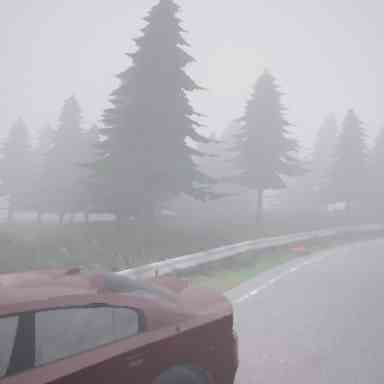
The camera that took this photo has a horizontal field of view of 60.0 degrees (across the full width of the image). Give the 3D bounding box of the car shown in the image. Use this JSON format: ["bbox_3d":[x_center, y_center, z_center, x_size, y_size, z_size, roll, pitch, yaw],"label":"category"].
[{"bbox_3d":[-1.837,1.511,2.785,5.008,1.535,1.882,0,0,-35],"label":"car"}]
